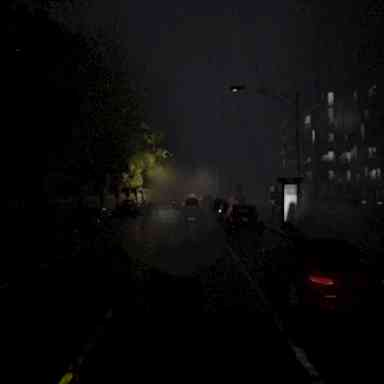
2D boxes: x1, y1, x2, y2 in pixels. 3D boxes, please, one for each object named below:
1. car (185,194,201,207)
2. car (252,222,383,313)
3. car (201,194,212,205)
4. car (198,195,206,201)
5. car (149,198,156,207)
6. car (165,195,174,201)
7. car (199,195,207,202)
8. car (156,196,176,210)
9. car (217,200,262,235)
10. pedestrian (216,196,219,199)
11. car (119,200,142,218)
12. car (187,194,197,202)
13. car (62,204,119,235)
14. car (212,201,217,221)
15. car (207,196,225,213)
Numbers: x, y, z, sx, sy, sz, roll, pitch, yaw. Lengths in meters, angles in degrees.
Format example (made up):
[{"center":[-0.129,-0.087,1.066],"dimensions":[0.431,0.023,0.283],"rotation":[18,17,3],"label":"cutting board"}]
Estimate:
[{"center":[-0.043,1.477,50.631],"dimensions":[1.882,1.535,5.008],"rotation":[0,0,0],"label":"car"},{"center":[2.684,1.576,7.339],"dimensions":[1.802,1.307,4.206],"rotation":[0,0,0],"label":"car"},{"center":[2.638,1.319,58.029],"dimensions":[2.192,1.841,5.009],"rotation":[0,0,0],"label":"car"},{"center":[2.613,1.466,86.191],"dimensions":[1.967,1.590,4.097],"rotation":[0,0,0],"label":"car"},{"center":[-5.737,1.583,52.390],"dimensions":[1.802,1.307,4.206],"rotation":[0,0,0],"label":"car"},{"center":[-5.767,1.577,86.183],"dimensions":[2.008,1.369,4.403],"rotation":[0,0,0],"label":"car"},{"center":[2.618,1.545,80.729],"dimensions":[1.752,1.417,4.829],"rotation":[0,0,0],"label":"car"},{"center":[-3.126,1.558,42.880],"dimensions":[1.994,1.385,4.181],"rotation":[0,0,0],"label":"car"},{"center":[2.674,1.427,18.604],"dimensions":[1.967,1.590,4.097],"rotation":[0,0,0],"label":"car"},{"center":[2.965,1.286,39.217],"dimensions":[0.375,1.860,0.375],"rotation":[0,0,-3],"label":"pedestrian"},{"center":[-5.717,1.427,29.860],"dimensions":[1.967,1.590,4.097],"rotation":[0,0,0],"label":"car"},{"center":[-0.062,1.230,70.899],"dimensions":[2.097,1.767,4.553],"rotation":[0,0,0],"label":"car"},{"center":[-5.707,1.553,18.596],"dimensions":[1.947,1.339,4.313],"rotation":[0,0,0],"label":"car"},{"center":[2.668,1.567,24.235],"dimensions":[1.802,1.307,4.206],"rotation":[0,0,0],"label":"car"},{"center":[2.968,1.468,36.212],"dimensions":[1.882,1.535,5.008],"rotation":[0,0,0],"label":"car"}]
